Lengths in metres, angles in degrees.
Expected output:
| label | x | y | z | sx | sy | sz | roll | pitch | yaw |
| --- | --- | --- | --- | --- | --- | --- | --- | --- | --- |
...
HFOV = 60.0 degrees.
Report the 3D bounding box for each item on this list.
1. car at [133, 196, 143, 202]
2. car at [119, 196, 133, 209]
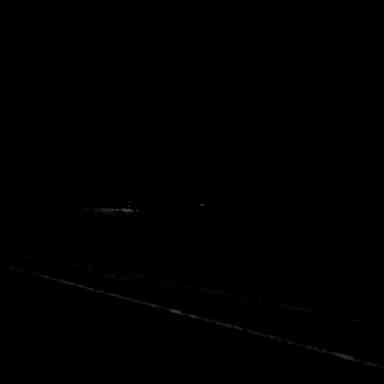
| label | x | y | z | sx | sy | sz | roll | pitch | yaw |
| --- | --- | --- | --- | --- | --- | --- | --- | --- | --- |
| car | -4.676 | 1.204 | 43.569 | 2.150 | 2.045 | 5.566 | 0 | 0 | 32 |
| car | -7.769 | 1.333 | 45.223 | 2.097 | 1.767 | 4.553 | 0 | 0 | 32 |
